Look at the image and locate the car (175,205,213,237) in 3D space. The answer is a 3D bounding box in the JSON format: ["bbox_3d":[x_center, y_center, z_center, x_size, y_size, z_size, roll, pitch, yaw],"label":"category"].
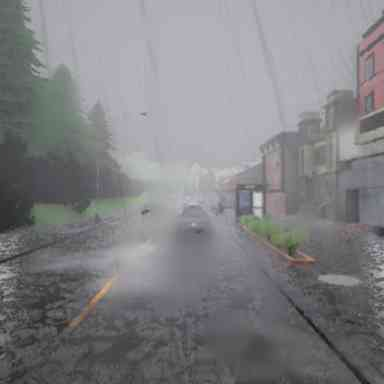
[{"bbox_3d":[0.107,1.626,18.467,1.994,1.385,4.181,0,0,0],"label":"car"}]

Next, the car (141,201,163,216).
[{"bbox_3d":[-4.044,1.651,34.491,2.033,1.411,5.357,0,0,0],"label":"car"}]

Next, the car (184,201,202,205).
[{"bbox_3d":[0.102,1.645,35.905,1.812,1.442,4.674,0,0,0],"label":"car"}]

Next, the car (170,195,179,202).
[{"bbox_3d":[-3.976,1.532,75.283,2.128,1.511,4.902,0,0,0],"label":"car"}]
